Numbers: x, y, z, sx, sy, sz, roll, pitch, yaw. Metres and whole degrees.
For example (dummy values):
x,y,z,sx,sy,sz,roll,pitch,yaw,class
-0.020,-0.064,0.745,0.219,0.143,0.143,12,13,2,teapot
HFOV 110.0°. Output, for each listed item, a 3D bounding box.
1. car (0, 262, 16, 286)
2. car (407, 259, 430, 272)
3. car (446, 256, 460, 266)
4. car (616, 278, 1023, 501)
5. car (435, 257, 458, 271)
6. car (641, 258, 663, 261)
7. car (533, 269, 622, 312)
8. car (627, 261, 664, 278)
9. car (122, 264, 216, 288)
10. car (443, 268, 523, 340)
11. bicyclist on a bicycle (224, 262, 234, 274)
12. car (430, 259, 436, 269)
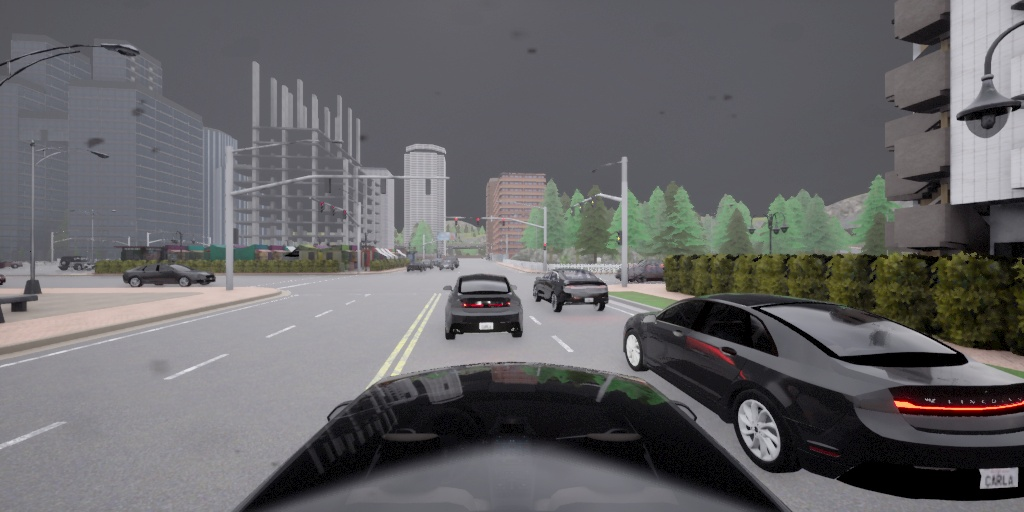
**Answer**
x,y,z,sx,sy,sz,roll,pitch,yaw,class
-35.016,1.276,22.441,4.674,1.442,1.812,0,0,-5,car
-12.195,1.351,46.078,1.895,1.301,4.718,0,0,-4,car
-10.153,0.971,59.864,2.150,2.045,5.566,0,0,-6,car
3.113,1.255,4.844,1.837,1.490,4.892,0,0,-4,car
-9.059,1.242,50.064,2.128,1.511,4.902,0,0,-6,car
14.058,1.102,37.499,4.553,1.767,2.097,0,0,-5,car
2.140,1.242,14.205,2.128,1.511,4.902,0,0,-9,car
10.423,1.297,26.439,5.357,1.411,2.033,0,0,-5,car
-22.378,1.255,23.549,4.892,1.490,1.837,0,0,-5,car
-0.857,1.255,10.090,1.837,1.490,4.892,0,0,-7,car
-29.516,1.011,37.408,0.582,1.620,1.656,0,5,-5,bicyclist on a bicycle
-13.169,1.255,55.317,1.837,1.490,4.892,0,0,-6,car
